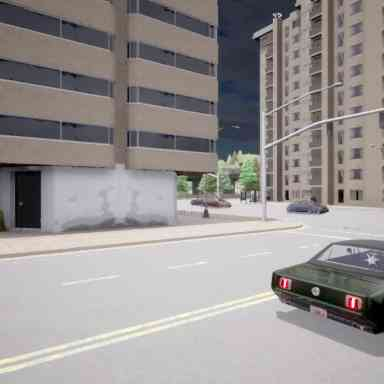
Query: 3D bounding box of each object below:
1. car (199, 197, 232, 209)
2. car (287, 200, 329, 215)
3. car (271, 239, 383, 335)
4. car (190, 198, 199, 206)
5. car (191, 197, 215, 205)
[{"bbox_3d":[3.417,1.526,45.478,1.812,1.442,4.674,0,0,-36],"label":"car"},{"bbox_3d":[11.763,1.564,33.945,1.994,1.385,4.181,0,0,-36],"label":"car"},{"bbox_3d":[3.814,1.601,6.494,4.718,1.301,1.895,0,0,-35],"label":"car"},{"bbox_3d":[1.533,1.564,54.350,1.994,1.385,4.181,0,0,-36],"label":"car"},{"bbox_3d":[1.881,1.600,59.900,1.895,1.301,4.718,0,0,-35],"label":"car"}]
